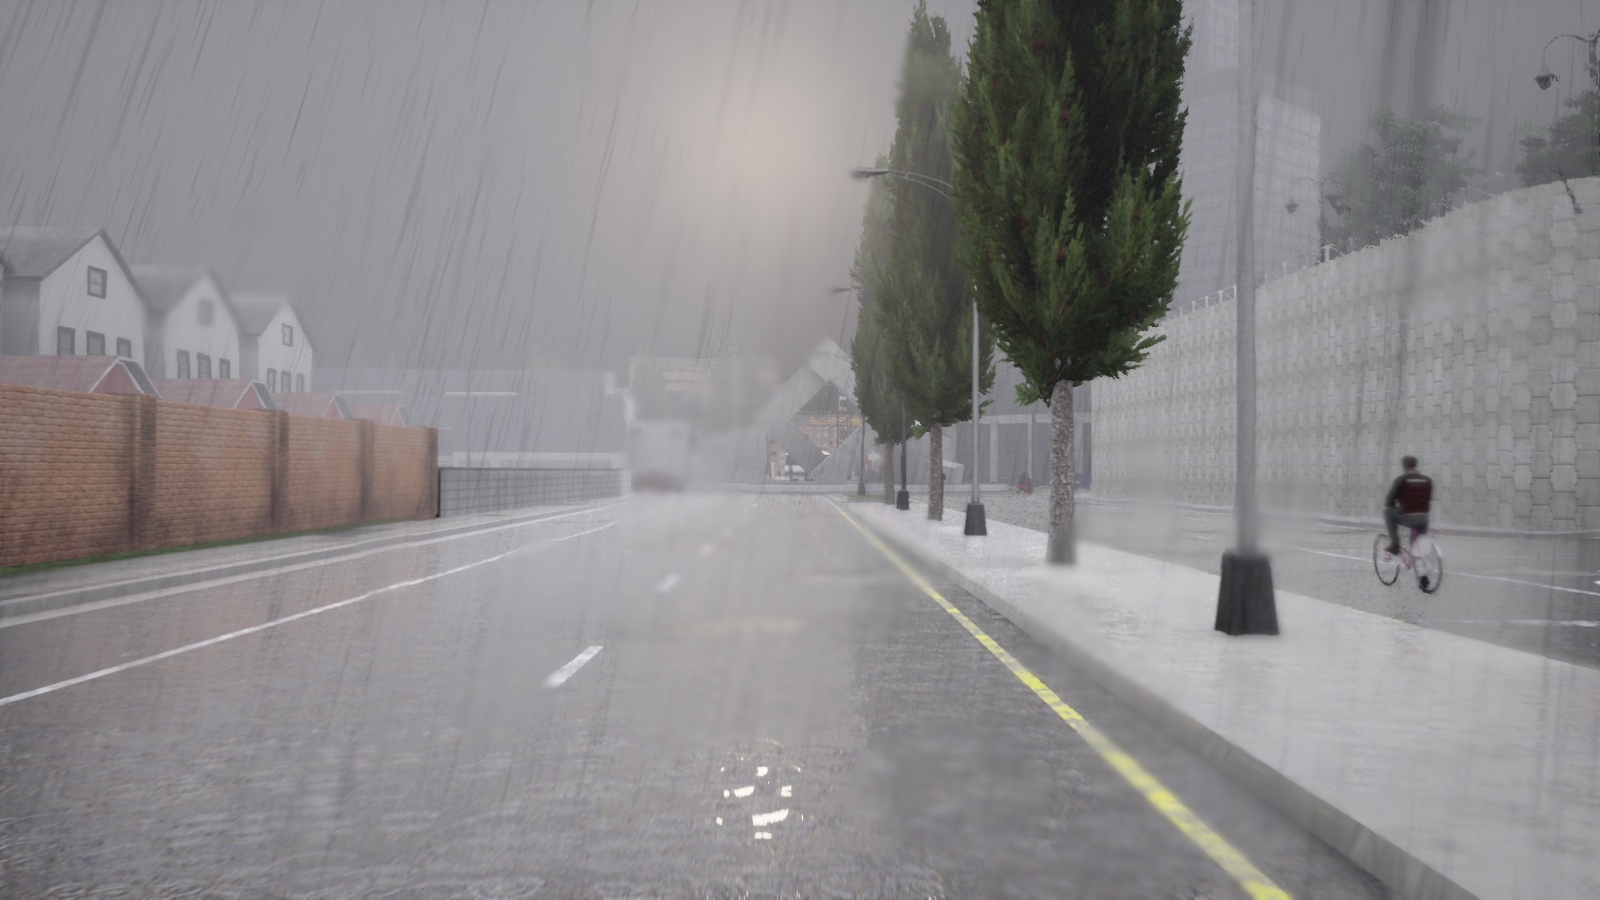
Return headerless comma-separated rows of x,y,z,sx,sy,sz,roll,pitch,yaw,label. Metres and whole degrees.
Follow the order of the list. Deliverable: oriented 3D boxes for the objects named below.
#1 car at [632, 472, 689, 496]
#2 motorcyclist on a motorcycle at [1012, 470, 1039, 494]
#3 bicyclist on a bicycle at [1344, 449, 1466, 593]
-9.295,2.230,83.629,3.705,1.549,1.789,-1,-1,41,car
15.177,2.122,84.485,1.817,1.590,0.866,1,-1,-44,motorcyclist on a motorcycle
7.956,0.906,16.607,0.659,1.776,1.843,-1,-1,0,bicyclist on a bicycle
